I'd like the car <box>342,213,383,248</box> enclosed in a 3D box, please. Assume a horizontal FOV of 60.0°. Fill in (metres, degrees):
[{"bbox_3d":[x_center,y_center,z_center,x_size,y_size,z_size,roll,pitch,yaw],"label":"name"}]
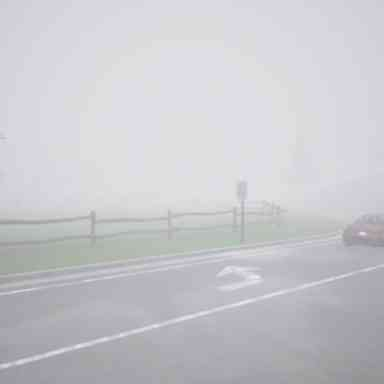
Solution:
[{"bbox_3d":[8.183,1.572,13.978,4.181,1.385,1.994,0,0,-36],"label":"car"}]
